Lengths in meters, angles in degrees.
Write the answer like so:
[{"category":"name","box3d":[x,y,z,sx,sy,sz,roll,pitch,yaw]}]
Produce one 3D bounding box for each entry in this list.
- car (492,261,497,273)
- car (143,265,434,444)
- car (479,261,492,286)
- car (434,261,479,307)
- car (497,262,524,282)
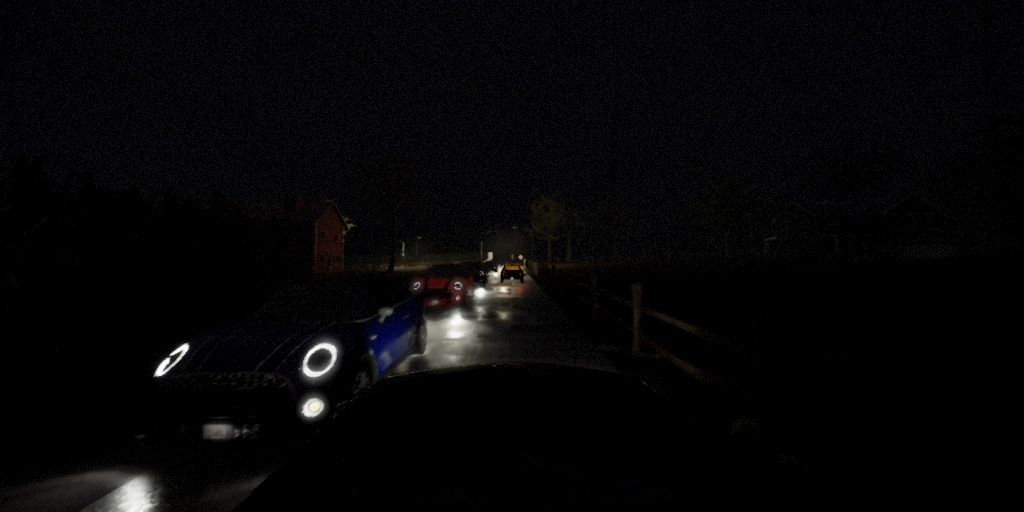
[{"category":"car","box3d":[-2.757,1.385,46.245,1.837,1.490,4.892,0,-1,0]},{"category":"car","box3d":[-2.837,1.112,5.711,2.097,1.767,4.553,0,0,0]},{"category":"car","box3d":[-2.777,1.164,25.519,2.097,1.767,4.553,0,0,0]},{"category":"car","box3d":[-2.830,1.137,15.494,2.097,1.767,4.553,0,0,0]},{"category":"car","box3d":[0.006,1.422,29.286,1.895,1.301,4.718,0,0,0]}]
